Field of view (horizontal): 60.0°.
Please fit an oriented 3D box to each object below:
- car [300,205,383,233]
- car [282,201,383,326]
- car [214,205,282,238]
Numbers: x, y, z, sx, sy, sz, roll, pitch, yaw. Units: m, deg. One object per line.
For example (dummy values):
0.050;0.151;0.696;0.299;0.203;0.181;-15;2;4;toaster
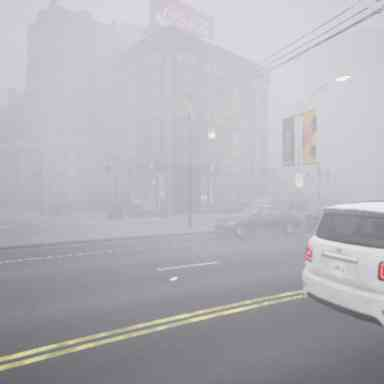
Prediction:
8.739;1.449;18.742;4.718;1.301;1.895;0;0;-13;car
4.627;1.171;6.061;5.566;2.045;2.150;-1;1;-24;car
3.367;1.403;16.744;4.674;1.452;2.002;0;0;-23;car
